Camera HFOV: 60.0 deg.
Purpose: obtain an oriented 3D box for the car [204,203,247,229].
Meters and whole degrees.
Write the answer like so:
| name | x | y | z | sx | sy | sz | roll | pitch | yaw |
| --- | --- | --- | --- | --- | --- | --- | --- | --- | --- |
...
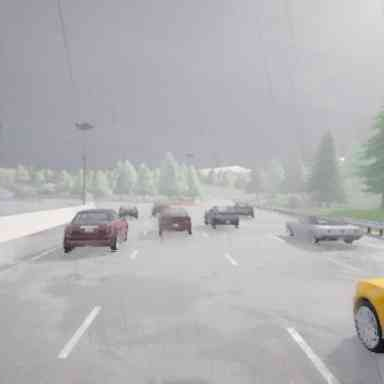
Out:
| name | x | y | z | sx | sy | sz | roll | pitch | yaw |
| --- | --- | --- | --- | --- | --- | --- | --- | --- | --- |
| car | 2.041 | 1.746 | 23.842 | 2.128 | 1.511 | 4.902 | 0 | -1 | -7 |

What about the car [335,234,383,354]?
| name | x | y | z | sx | sy | sz | roll | pitch | yaw |
| --- | --- | --- | --- | --- | --- | --- | --- | --- | --- |
| car | 3.478 | 1.509 | 3.213 | 1.882 | 1.535 | 5.008 | 0 | -1 | -1 |

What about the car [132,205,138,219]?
| name | x | y | z | sx | sy | sz | roll | pitch | yaw |
| --- | --- | --- | --- | --- | --- | --- | --- | --- | --- |
| car | -6.419 | 1.971 | 33.611 | 1.895 | 1.301 | 4.718 | 0 | -1 | -10 |

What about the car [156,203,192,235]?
| name | x | y | z | sx | sy | sz | roll | pitch | yaw |
| --- | --- | --- | --- | --- | --- | --- | --- | --- | --- |
| car | -1.124 | 1.702 | 20.643 | 1.882 | 1.535 | 5.008 | 0 | -1 | -6 |

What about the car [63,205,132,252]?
| name | x | y | z | sx | sy | sz | roll | pitch | yaw |
| --- | --- | --- | --- | --- | --- | --- | --- | --- | --- |
| car | -4.118 | 1.519 | 14.927 | 2.097 | 1.767 | 4.553 | 0 | -1 | -4 |

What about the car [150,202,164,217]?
| name | x | y | z | sx | sy | sz | roll | pitch | yaw |
| --- | --- | --- | --- | --- | --- | --- | --- | --- | --- |
| car | -3.502 | 1.908 | 37.052 | 1.837 | 1.490 | 4.892 | 0 | -1 | -10 |

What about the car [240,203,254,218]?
| name | x | y | z | sx | sy | sz | roll | pitch | yaw |
| --- | --- | --- | --- | --- | --- | --- | --- | --- | --- |
| car | 5.110 | 1.856 | 34.396 | 2.128 | 1.511 | 4.902 | 0 | -1 | -3 |

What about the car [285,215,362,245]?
| name | x | y | z | sx | sy | sz | roll | pitch | yaw |
| --- | --- | --- | --- | --- | --- | --- | --- | --- | --- |
| car | 6.305 | 1.773 | 16.637 | 1.895 | 1.301 | 4.718 | 0 | -1 | -5 |
